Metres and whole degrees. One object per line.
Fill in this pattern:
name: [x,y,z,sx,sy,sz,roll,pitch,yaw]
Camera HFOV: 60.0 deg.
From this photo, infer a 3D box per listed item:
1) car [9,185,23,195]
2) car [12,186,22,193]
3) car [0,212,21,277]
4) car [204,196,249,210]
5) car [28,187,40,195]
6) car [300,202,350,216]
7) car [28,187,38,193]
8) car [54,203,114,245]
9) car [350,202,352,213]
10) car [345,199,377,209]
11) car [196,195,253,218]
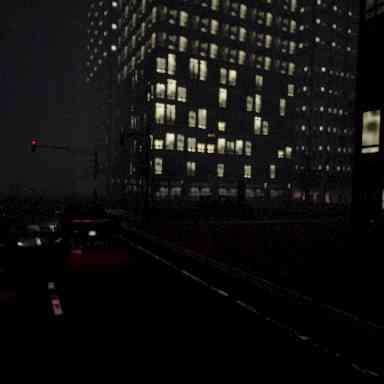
car: [-34.823,-0.447,65.842,2.150,2.045,5.566,1,1,-27]
car: [-39.551,-0.591,75.090,1.882,1.535,5.008,1,1,-27]
car: [-5.741,1.264,8.937,1.837,1.490,4.892,1,1,-27]
car: [3.937,1.218,37.915,4.829,1.417,1.752,1,1,-26]
car: [-31.921,-0.093,67.298,2.033,1.411,5.357,1,1,-27]
car: [12.989,1.656,33.025,4.829,1.417,1.752,1,1,-26]
car: [-36.659,-0.477,76.571,1.994,1.385,4.181,1,1,-27]
car: [-4.631,1.203,14.010,2.128,1.511,4.902,1,1,-26]
car: [17.899,1.828,35.434,4.206,1.307,1.802,1,1,-26]
car: [24.335,1.737,47.915,4.313,1.339,1.947,1,1,-26]
car: [2.717,1.203,27.983,5.009,1.841,2.192,1,1,-26]
